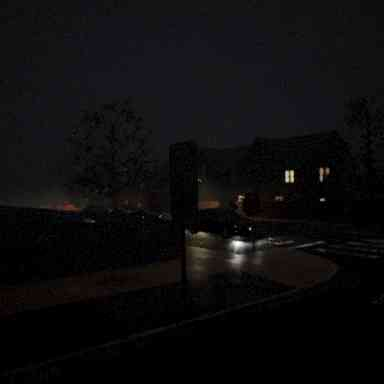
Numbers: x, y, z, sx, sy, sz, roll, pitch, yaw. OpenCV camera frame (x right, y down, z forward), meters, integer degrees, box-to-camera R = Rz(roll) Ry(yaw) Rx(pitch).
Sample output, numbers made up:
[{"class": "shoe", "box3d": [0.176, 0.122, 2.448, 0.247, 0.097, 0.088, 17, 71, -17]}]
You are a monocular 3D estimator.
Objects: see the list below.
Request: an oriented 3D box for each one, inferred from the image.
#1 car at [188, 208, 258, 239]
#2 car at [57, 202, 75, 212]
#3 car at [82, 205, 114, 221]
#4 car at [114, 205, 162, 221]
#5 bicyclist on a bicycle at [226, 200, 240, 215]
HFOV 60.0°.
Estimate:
[{"class": "car", "box3d": [1.570, 1.694, 18.886, 1.837, 1.490, 4.892, -2, 0, -35]}, {"class": "car", "box3d": [-21.369, 2.495, 56.228, 2.097, 1.767, 4.553, -2, 0, -36]}, {"class": "car", "box3d": [-10.264, 2.147, 35.538, 1.882, 1.535, 5.008, -2, 0, -35]}, {"class": "car", "box3d": [-4.287, 2.028, 27.130, 1.895, 1.301, 4.718, -2, 0, -35]}, {"class": "bicyclist on a bicycle", "box3d": [3.253, 1.462, 26.602, 1.656, 1.620, 0.582, -2, 0, -35]}]
